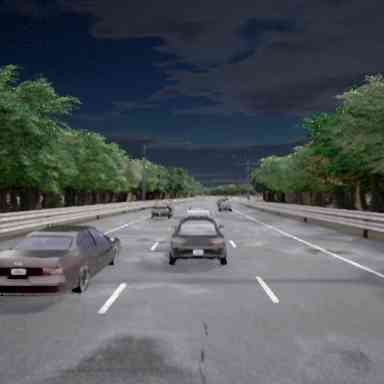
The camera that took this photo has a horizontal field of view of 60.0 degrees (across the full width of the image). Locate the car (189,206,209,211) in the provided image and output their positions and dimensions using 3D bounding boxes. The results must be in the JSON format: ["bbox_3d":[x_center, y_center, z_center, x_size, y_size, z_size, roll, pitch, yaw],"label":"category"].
[{"bbox_3d":[0.602,1.910,30.660,1.895,1.301,4.718,0,-1,2],"label":"car"}]

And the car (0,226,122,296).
[{"bbox_3d":[-3.349,1.623,8.995,2.033,1.411,5.357,0,-1,1],"label":"car"}]

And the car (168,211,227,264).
[{"bbox_3d":[0.204,1.633,12.111,1.812,1.442,4.674,0,0,1],"label":"car"}]

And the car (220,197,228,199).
[{"bbox_3d":[6.183,2.423,72.190,2.033,1.411,5.357,0,-1,4],"label":"car"}]

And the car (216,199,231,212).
[{"bbox_3d":[4.722,2.099,48.439,2.033,1.411,5.357,0,-1,3],"label":"car"}]

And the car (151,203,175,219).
[{"bbox_3d":[-2.826,1.824,32.810,2.128,1.511,4.902,0,-1,2],"label":"car"}]
